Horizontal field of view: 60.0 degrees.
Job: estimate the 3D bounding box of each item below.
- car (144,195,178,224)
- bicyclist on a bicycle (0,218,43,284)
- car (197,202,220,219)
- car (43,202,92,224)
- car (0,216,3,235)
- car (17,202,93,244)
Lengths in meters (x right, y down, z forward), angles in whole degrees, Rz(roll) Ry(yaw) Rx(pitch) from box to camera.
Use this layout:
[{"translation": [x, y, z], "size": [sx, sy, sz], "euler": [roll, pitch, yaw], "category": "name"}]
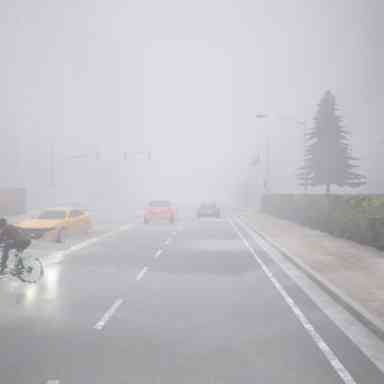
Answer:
[{"translation": [-2.255, 1.352, 25.235], "size": [2.097, 1.767, 4.553], "euler": [0, 0, 3], "category": "car"}, {"translation": [-4.439, 1.455, 8.092], "size": [1.656, 1.620, 0.582], "euler": [-2, 0, 3], "category": "bicyclist on a bicycle"}, {"translation": [1.438, 1.564, 29.065], "size": [1.994, 1.385, 4.181], "euler": [0, 0, 3], "category": "car"}, {"translation": [-9.354, 1.526, 25.425], "size": [1.812, 1.442, 4.674], "euler": [0, 0, 3], "category": "car"}, {"translation": [-9.997, 1.501, 14.001], "size": [1.837, 1.490, 4.892], "euler": [0, 1, 3], "category": "car"}, {"translation": [-6.383, 1.477, 15.993], "size": [1.882, 1.535, 5.008], "euler": [0, 0, 3], "category": "car"}]
